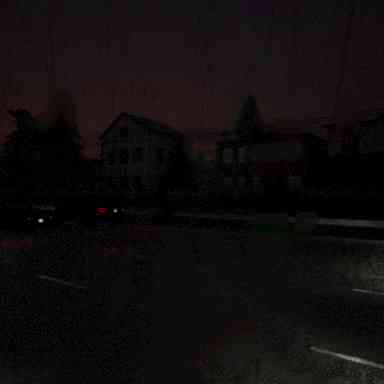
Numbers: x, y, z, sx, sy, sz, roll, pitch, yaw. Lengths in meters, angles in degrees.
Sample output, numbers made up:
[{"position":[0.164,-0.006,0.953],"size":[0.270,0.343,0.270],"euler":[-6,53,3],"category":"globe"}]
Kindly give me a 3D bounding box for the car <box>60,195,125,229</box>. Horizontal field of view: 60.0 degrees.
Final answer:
[{"position":[-6.819,1.233,21.757],"size":[5.566,2.045,2.150],"euler":[0,0,36],"category":"car"}]

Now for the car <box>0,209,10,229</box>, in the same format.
[{"position":[-11.395,1.503,16.423],"size":[4.902,1.511,2.128],"euler":[0,0,36],"category":"car"}]

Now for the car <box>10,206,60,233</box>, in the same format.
[{"position":[-10.098,1.576,19.796],"size":[4.181,1.385,1.994],"euler":[0,0,36],"category":"car"}]
